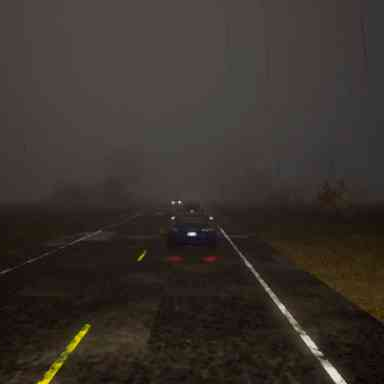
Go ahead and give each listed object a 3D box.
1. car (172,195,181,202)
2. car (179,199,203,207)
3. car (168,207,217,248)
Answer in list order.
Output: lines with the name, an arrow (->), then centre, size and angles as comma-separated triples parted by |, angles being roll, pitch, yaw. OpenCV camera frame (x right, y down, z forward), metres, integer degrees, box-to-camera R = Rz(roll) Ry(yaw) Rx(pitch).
car -> -3.500, 1.425, 75.935 | 1.812, 1.442, 4.674 | 0, 0, 0
car -> 0.000, 1.564, 29.649 | 1.994, 1.385, 4.181 | 0, 0, 0
car -> 0.000, 1.572, 14.650 | 1.994, 1.385, 4.181 | 0, 0, 0
